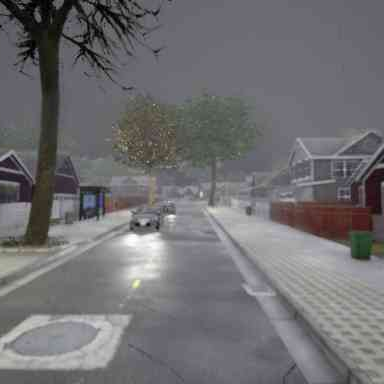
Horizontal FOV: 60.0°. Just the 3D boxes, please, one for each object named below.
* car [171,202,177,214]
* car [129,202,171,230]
[{"bbox_3d":[-2.752,1.749,36.696,1.994,1.385,4.181,0,0,0],"label":"car"},{"bbox_3d":[-2.784,1.557,21.476,2.128,1.511,4.902,0,0,0],"label":"car"}]
